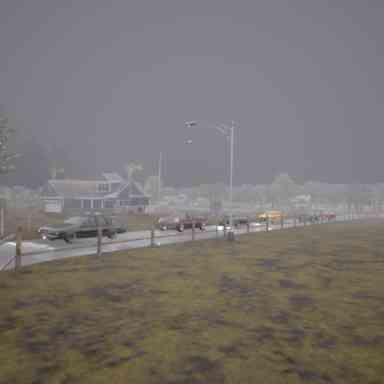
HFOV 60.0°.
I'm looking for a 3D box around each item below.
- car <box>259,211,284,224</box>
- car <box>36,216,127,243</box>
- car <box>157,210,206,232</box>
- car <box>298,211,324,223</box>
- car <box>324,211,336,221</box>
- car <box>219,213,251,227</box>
[{"bbox_3d":[10.335,3.211,43.058,1.882,1.535,5.008,0,-3,36],"label":"car"},{"bbox_3d":[-6.283,2.112,19.717,2.033,1.411,5.357,0,-2,34],"label":"car"},{"bbox_3d":[-0.788,2.295,27.505,2.097,1.767,4.553,0,-2,35],"label":"car"},{"bbox_3d":[16.428,3.494,46.589,2.128,1.511,4.902,0,-3,36],"label":"car"},{"bbox_3d":[22.372,3.919,54.931,1.882,1.535,5.008,0,-3,35],"label":"car"},{"bbox_3d":[4.536,2.881,34.971,1.994,1.385,4.181,0,-2,35],"label":"car"}]
